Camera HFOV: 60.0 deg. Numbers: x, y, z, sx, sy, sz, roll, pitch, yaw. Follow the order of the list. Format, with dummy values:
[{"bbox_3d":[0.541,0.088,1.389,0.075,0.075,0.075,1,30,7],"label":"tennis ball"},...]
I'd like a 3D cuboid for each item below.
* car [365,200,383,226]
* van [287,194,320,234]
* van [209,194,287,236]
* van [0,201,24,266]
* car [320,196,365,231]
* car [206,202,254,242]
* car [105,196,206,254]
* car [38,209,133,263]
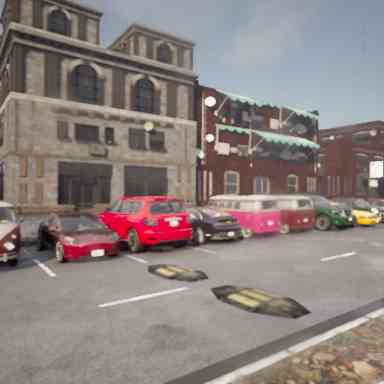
[{"bbox_3d":[9.379,1.364,21.833,1.946,1.575,5.366,-1,0,-35],"label":"car"},{"bbox_3d":[4.570,1.183,18.788,1.878,1.987,4.442,0,0,-35],"label":"van"},{"bbox_3d":[2.404,1.200,17.254,1.878,1.987,4.442,0,0,-35],"label":"van"},{"bbox_3d":[-6.638,1.253,10.570,1.878,1.987,4.442,0,0,-35],"label":"van"},{"bbox_3d":[7.019,1.137,20.346,2.435,2.045,5.566,0,0,-35],"label":"car"},{"bbox_3d":[0.207,1.443,15.545,2.231,1.521,4.892,-1,0,-35],"label":"car"},{"bbox_3d":[-2.182,1.205,13.898,2.435,2.045,5.566,0,0,-35],"label":"car"},{"bbox_3d":[-4.315,1.498,12.321,2.163,1.488,4.792,0,0,-35],"label":"car"}]
